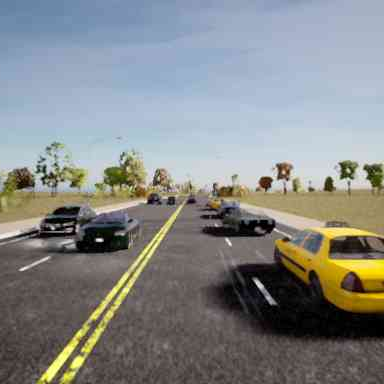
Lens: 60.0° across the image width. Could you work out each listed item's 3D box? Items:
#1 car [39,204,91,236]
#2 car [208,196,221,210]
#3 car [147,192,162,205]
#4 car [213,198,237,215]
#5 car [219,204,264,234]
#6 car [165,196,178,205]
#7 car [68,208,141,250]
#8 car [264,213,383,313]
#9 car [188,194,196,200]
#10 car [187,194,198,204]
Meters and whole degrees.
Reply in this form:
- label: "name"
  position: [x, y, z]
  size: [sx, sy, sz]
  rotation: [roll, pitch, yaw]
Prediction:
- label: "car"
  position: [-6.597, 1.476, 18.216]
  size: [1.837, 1.490, 4.892]
  rotation: [0, 0, 0]
- label: "car"
  position: [3.254, 1.387, 40.775]
  size: [1.801, 1.575, 5.366]
  rotation: [0, 0, 0]
- label: "car"
  position: [-6.538, 1.112, 58.512]
  size: [2.150, 2.045, 5.566]
  rotation: [0, 0, 1]
- label: "car"
  position: [3.253, 1.498, 29.585]
  size: [2.033, 1.411, 5.357]
  rotation: [0, 0, 0]
- label: "car"
  position: [3.075, 1.570, 19.016]
  size: [1.895, 1.301, 4.718]
  rotation: [0, 0, -7]
- label: "car"
  position: [-3.305, 1.408, 55.340]
  size: [1.837, 1.490, 4.892]
  rotation: [0, 0, 0]
- label: "car"
  position: [-3.349, 1.542, 13.984]
  size: [1.994, 1.385, 4.181]
  rotation: [0, 0, 0]
- label: "car"
  position: [3.251, 1.444, 7.776]
  size: [1.801, 1.575, 5.366]
  rotation: [0, 0, 0]
- label: "car"
  position: [0.007, 1.267, 81.460]
  size: [1.837, 1.490, 4.892]
  rotation: [0, 0, 0]
- label: "car"
  position: [0.006, 1.442, 59.967]
  size: [2.033, 1.411, 5.357]
  rotation: [0, 0, 0]
